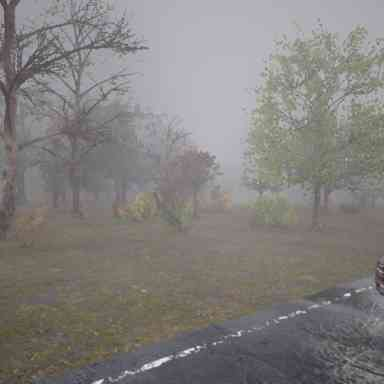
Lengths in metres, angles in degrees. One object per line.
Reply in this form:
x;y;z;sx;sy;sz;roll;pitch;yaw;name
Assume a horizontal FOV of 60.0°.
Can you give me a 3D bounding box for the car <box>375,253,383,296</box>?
6.008;1.477;7.471;5.008;1.535;1.882;0;0;-37;car
